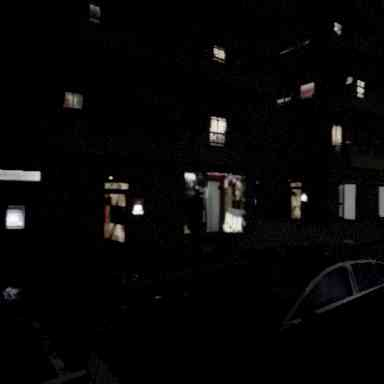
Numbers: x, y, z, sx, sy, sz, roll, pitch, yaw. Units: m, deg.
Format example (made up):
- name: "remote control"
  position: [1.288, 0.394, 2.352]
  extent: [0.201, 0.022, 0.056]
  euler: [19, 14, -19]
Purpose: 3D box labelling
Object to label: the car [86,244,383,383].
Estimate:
- name: "car"
  position: [1.193, 1.494, 4.226]
  extent: [4.902, 1.511, 2.128]
  euler: [0, 0, -35]
